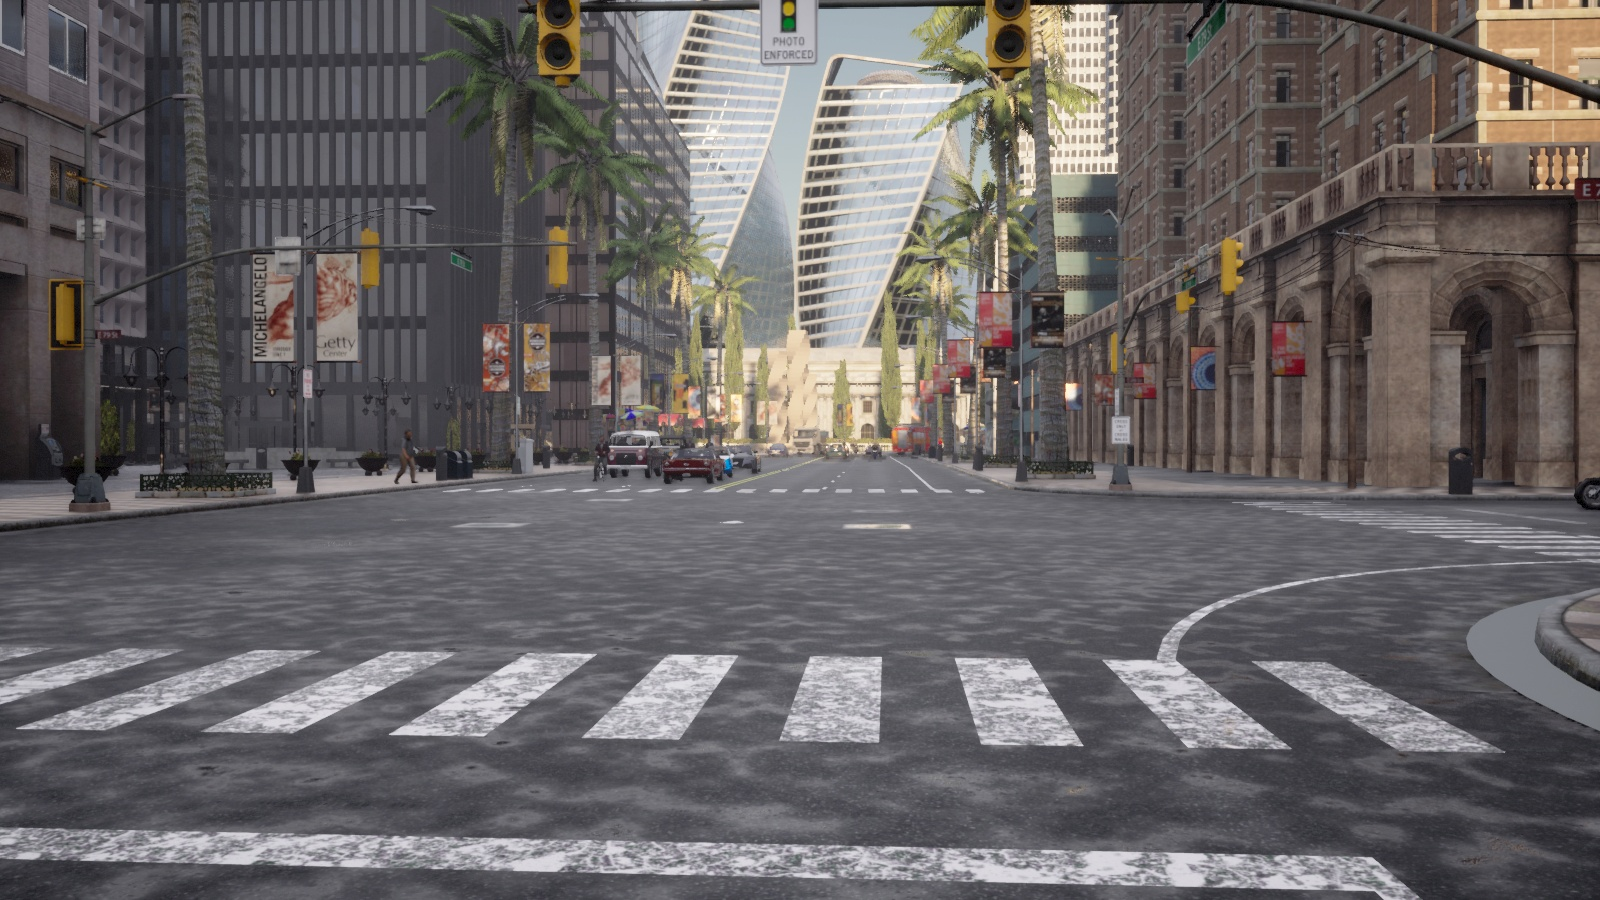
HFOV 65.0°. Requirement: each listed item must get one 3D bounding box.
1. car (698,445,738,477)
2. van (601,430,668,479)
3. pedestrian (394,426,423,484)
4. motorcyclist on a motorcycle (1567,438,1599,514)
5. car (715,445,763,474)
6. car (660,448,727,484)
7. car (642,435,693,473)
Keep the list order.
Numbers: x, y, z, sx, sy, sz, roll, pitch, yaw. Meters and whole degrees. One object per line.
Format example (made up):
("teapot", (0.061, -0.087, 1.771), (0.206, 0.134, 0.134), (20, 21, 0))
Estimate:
("car", (-3.574, 0.487, 55.148), (1.481, 1.376, 2.207), (0, 0, 4))
("van", (-7.118, 0.156, 54.544), (2.069, 2.038, 4.480), (0, 0, 4))
("pedestrian", (-12.602, 0.172, 40.434), (0.694, 1.848, 0.540), (0, 0, 24))
("motorcyclist on a motorcycle", (18.289, 0.556, 27.621), (2.350, 1.649, 0.766), (0, 0, 3))
("car", (-3.054, 0.450, 63.475), (1.994, 1.385, 4.181), (0, 0, 3))
("car", (-4.025, 0.572, 48.115), (1.895, 1.301, 4.718), (0, 0, 3))
("car", (-6.588, 0.182, 62.927), (1.905, 1.878, 3.866), (0, 0, 4))
